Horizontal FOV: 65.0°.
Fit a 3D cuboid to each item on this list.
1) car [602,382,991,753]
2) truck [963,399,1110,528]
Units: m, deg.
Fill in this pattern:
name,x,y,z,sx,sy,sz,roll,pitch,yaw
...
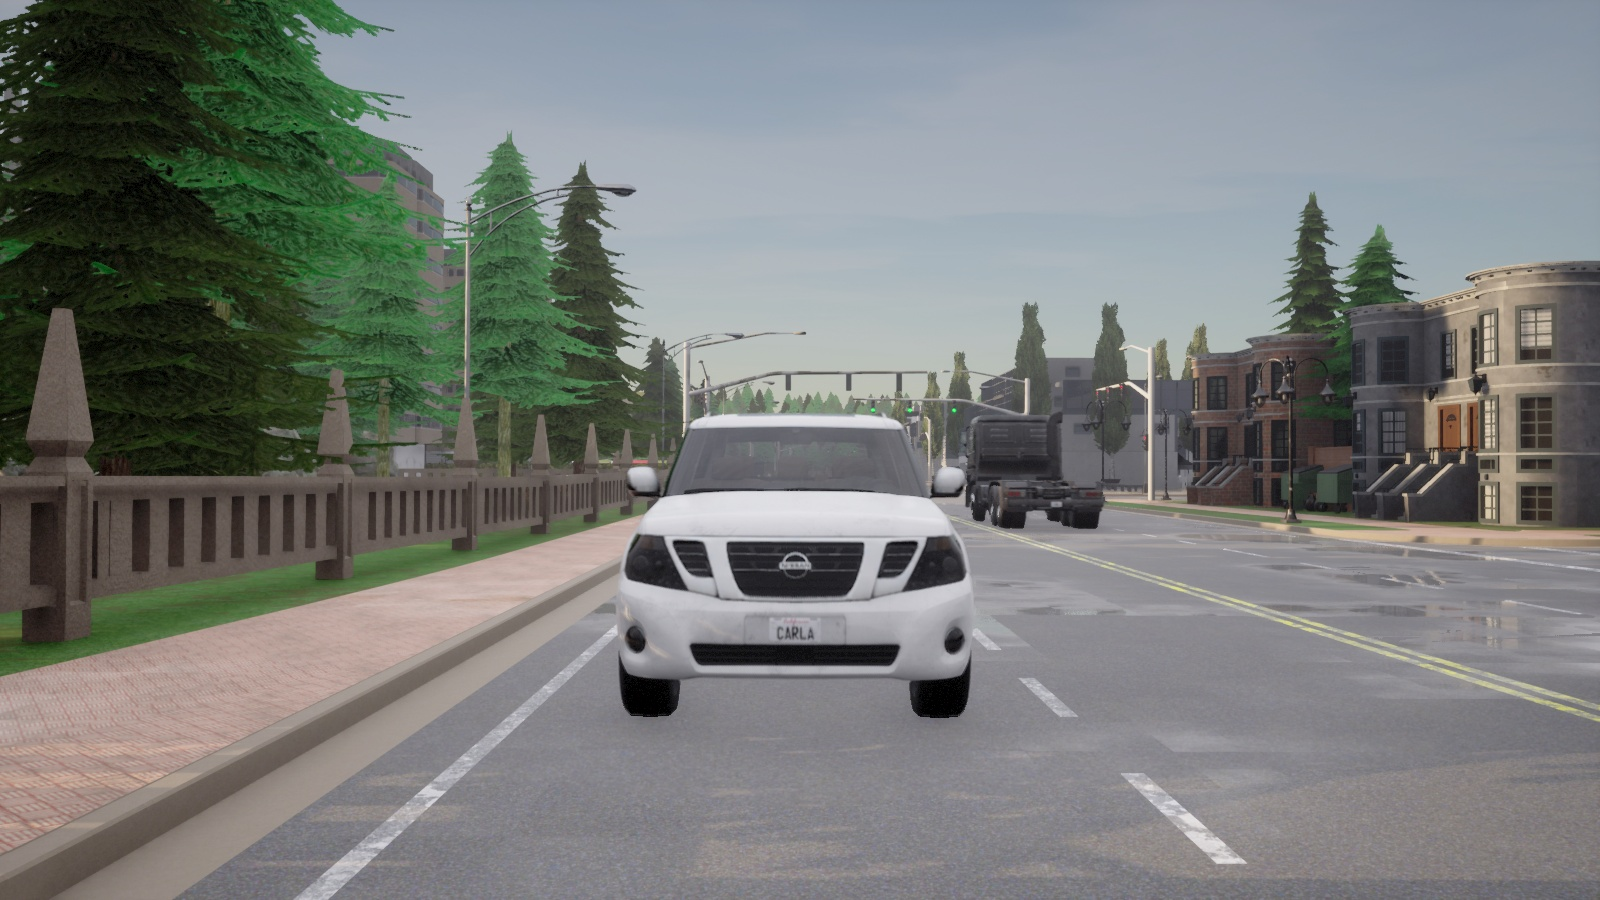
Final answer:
name,x,y,z,sx,sy,sz,roll,pitch,yaw
car,-0.029,0.697,9.749,2.150,2.045,5.566,0,-1,0
truck,6.892,0.439,37.831,2.891,3.462,7.936,0,-1,0
